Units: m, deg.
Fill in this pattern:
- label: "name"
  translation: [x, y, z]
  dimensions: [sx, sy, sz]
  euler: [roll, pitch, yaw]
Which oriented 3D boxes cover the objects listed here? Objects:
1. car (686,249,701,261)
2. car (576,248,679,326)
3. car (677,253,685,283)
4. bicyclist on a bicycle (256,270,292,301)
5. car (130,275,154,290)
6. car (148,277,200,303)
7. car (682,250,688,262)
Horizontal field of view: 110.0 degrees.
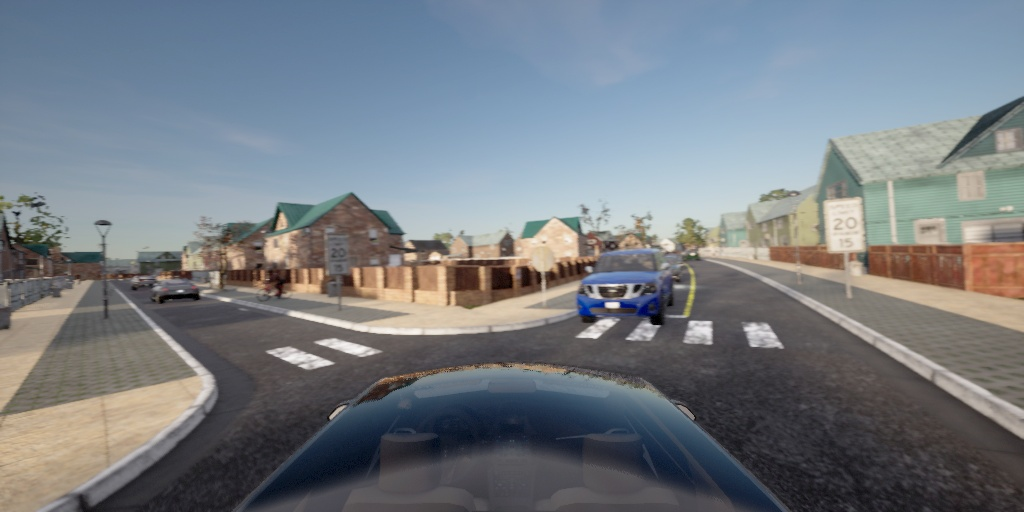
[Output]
- label: "car"
  translation: [25.557, -0.176, 51.302]
  dimensions: [2.097, 1.767, 4.553]
  euler: [-4, 0, 21]
- label: "car"
  translation: [3.770, 0.798, 11.356]
  dimensions: [2.150, 2.045, 5.566]
  euler: [-4, 0, 28]
- label: "car"
  translation: [9.289, 0.805, 21.873]
  dimensions: [1.837, 1.490, 4.892]
  euler: [-4, 0, 27]
- label: "bicyclist on a bicycle"
  translation: [-12.706, 1.575, 19.170]
  dimensions: [0.582, 1.620, 1.656]
  euler: [-3, 0, 41]
- label: "car"
  translation: [-39.925, 2.870, 38.958]
  dimensions: [4.902, 1.511, 2.128]
  euler: [-2, 0, 41]
- label: "car"
  translation: [-21.809, 2.200, 23.230]
  dimensions: [4.181, 1.385, 1.994]
  euler: [-2, 0, 41]
- label: "car"
  translation: [14.887, 0.516, 33.480]
  dimensions: [2.128, 1.511, 4.902]
  euler: [-4, 0, 25]
